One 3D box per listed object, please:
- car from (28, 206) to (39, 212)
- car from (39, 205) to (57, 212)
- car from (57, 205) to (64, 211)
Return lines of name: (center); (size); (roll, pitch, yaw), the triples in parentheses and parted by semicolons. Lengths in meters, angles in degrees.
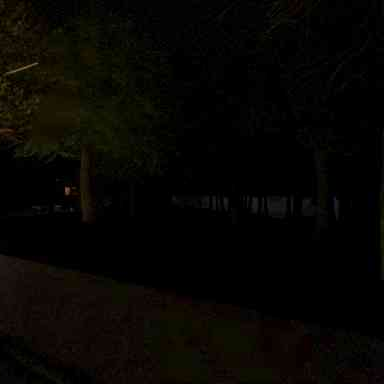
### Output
car: (-36.794, 3.999, 77.956); (2.033, 1.411, 5.357); (0, -2, -9)
car: (-33.375, 3.885, 77.202); (1.837, 1.490, 4.892); (0, -2, -9)
car: (-35.087, 4.237, 87.486); (2.128, 1.511, 4.902); (0, -2, -9)
